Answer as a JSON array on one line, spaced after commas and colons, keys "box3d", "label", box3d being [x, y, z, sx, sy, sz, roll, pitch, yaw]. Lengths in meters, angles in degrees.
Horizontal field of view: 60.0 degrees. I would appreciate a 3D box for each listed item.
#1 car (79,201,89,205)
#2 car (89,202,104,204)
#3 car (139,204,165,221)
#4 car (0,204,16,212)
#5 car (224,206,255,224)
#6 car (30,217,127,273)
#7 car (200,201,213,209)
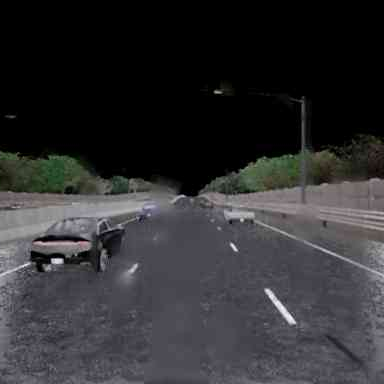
[{"box3d": [-20.994, 2.632, 65.966, 1.882, 1.535, 5.008, 0, -2, 0], "label": "car"}, {"box3d": [-17.503, 2.642, 63.617, 1.994, 1.385, 4.181, 0, -2, 0], "label": "car"}, {"box3d": [-3.396, 1.727, 28.784, 1.812, 1.442, 4.674, 0, -1, 0], "label": "car"}, {"box3d": [-14.096, 1.626, 23.196, 2.128, 1.511, 4.902, 0, -1, 0], "label": "car"}, {"box3d": [3.603, 1.768, 26.170, 1.895, 1.301, 4.718, 0, -1, 0], "label": "car"}, {"box3d": [-3.399, 1.545, 10.814, 2.128, 1.511, 4.902, 0, 0, 0], "label": "car"}, {"box3d": [3.507, 2.825, 73.815, 2.033, 1.649, 4.856, 0, -2, 0], "label": "car"}]
